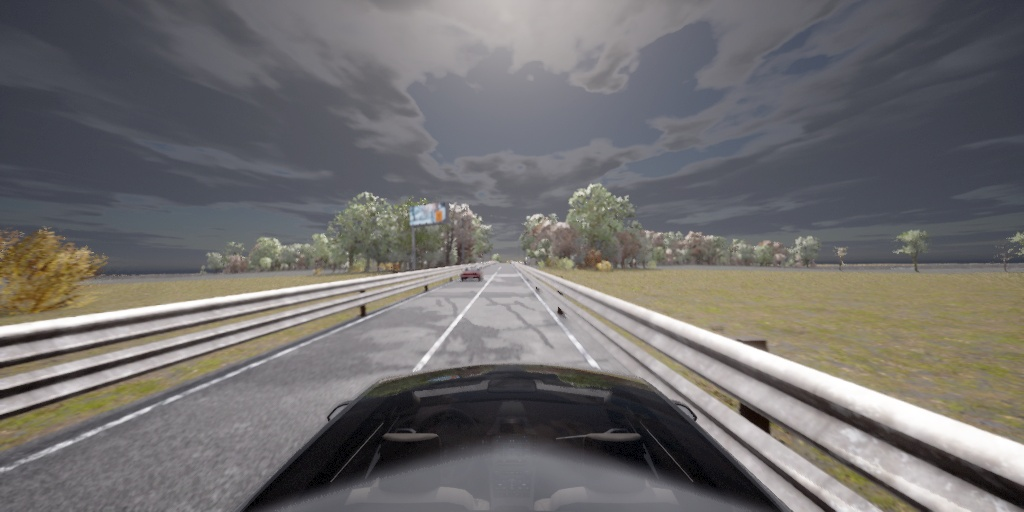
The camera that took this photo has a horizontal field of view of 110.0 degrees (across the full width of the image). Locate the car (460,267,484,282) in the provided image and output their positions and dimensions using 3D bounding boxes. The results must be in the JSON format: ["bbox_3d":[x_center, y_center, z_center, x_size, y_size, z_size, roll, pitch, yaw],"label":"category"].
[{"bbox_3d":[-3.721,1.679,33.860,1.895,1.301,4.718,-1,-1,-1],"label":"car"}]
